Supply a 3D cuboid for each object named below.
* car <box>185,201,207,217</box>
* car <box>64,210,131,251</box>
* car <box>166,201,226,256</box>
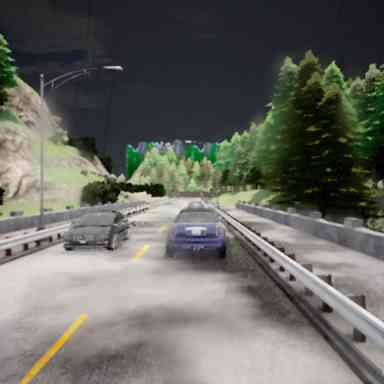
[{"bbox_3d":[0.370,1.657,33.445,2.033,1.411,5.357,0,0,1],"label":"car"},{"bbox_3d":[-3.892,1.560,14.372,1.837,1.490,4.892,0,0,0],"label":"car"},{"bbox_3d":[0.176,1.395,13.411,2.097,1.767,4.553,0,0,1],"label":"car"}]
